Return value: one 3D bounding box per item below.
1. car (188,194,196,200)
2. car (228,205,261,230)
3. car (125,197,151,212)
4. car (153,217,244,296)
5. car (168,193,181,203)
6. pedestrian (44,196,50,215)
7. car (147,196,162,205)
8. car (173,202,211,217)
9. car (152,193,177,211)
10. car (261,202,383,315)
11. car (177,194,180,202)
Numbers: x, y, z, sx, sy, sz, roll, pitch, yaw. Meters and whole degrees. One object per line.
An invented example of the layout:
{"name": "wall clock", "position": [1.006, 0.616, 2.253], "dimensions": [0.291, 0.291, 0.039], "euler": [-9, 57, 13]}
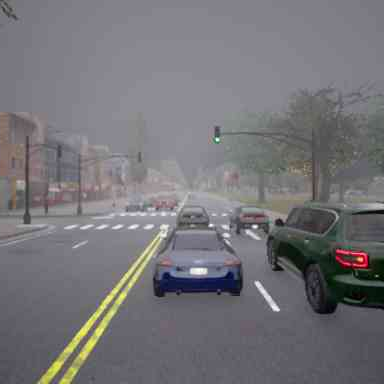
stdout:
{"name": "car", "position": [-0.053, 1.128, 81.816], "dimensions": [2.128, 1.511, 4.902], "euler": [0, 1, 0]}
{"name": "car", "position": [3.312, 1.573, 19.853], "dimensions": [1.837, 1.490, 4.892], "euler": [0, 0, 0]}
{"name": "car", "position": [-6.624, 1.383, 40.069], "dimensions": [2.097, 1.767, 4.553], "euler": [0, 0, 0]}
{"name": "car", "position": [0.090, 1.584, 8.751], "dimensions": [1.994, 1.385, 4.181], "euler": [0, 0, -1]}
{"name": "car", "position": [-3.327, 1.152, 63.478], "dimensions": [2.097, 1.767, 4.553], "euler": [0, 1, 0]}
{"name": "pedestrian", "position": [-14.151, 1.254, 32.361], "dimensions": [0.375, 1.860, 0.375], "euler": [0, -1, 0]}
{"name": "car", "position": [-6.596, 1.397, 59.001], "dimensions": [2.033, 1.411, 5.357], "euler": [0, 1, 1]}
{"name": "car", "position": [0.063, 1.573, 20.017], "dimensions": [1.837, 1.490, 4.892], "euler": [0, 0, 0]}
{"name": "car", "position": [-3.383, 1.238, 42.347], "dimensions": [2.150, 2.045, 5.566], "euler": [0, 0, 0]}
{"name": "car", "position": [3.332, 1.236, 7.737], "dimensions": [2.150, 2.045, 5.566], "euler": [0, 0, 0]}
{"name": "car", "position": [-3.364, 1.140, 52.863], "dimensions": [2.150, 2.045, 5.566], "euler": [0, 1, 1]}
